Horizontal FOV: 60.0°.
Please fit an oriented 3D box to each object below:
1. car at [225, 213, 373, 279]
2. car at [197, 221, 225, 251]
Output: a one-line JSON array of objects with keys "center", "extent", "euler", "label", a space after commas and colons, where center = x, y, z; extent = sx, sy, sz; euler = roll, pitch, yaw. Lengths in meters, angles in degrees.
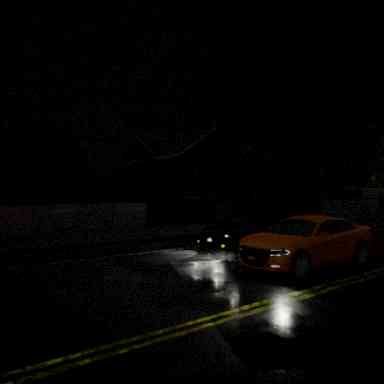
[{"center": [3.595, 1.471, 10.240], "extent": [5.008, 1.535, 1.882], "euler": [0, 0, -36], "label": "car"}, {"center": [2.267, 1.557, 13.284], "extent": [4.181, 1.385, 1.994], "euler": [0, 0, -35], "label": "car"}]
